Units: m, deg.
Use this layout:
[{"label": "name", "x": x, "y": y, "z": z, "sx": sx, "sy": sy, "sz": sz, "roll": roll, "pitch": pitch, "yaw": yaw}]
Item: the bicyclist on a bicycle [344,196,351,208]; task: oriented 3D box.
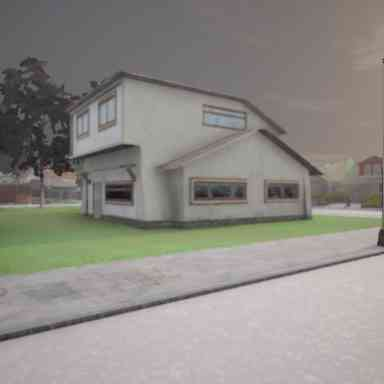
[{"label": "bicyclist on a bicycle", "x": 20.450, "y": 1.284, "z": 43.707, "sx": 1.656, "sy": 1.620, "sz": 0.582, "roll": 0, "pitch": 0, "yaw": -35}]
